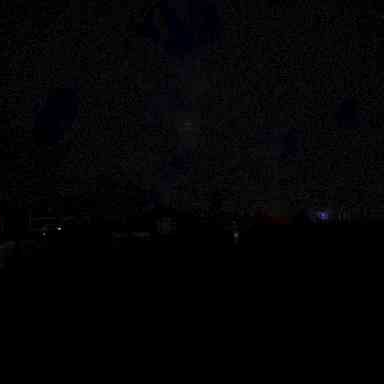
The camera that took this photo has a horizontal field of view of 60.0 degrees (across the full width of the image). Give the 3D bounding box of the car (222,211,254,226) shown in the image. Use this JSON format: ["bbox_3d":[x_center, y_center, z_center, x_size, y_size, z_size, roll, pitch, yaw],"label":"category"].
[{"bbox_3d":[5.068,2.841,35.795,1.837,1.490,4.892,0,-3,35],"label":"car"}]

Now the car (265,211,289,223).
[{"bbox_3d":[11.440,3.271,44.693,1.882,1.535,5.008,0,-2,36],"label":"car"}]

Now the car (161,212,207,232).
[{"bbox_3d":[-0.570,2.430,27.883,2.128,1.511,4.902,0,-2,35],"label":"car"}]

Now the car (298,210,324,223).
[{"bbox_3d":[16.393,3.476,46.649,2.128,1.511,4.902,0,-2,36],"label":"car"}]

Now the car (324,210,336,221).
[{"bbox_3d":[22.163,3.763,54.776,2.097,1.767,4.553,0,-3,37],"label":"car"}]

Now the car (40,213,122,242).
[{"bbox_3d":[-6.416,2.030,19.730,2.128,1.511,4.902,0,-2,37],"label":"car"}]
